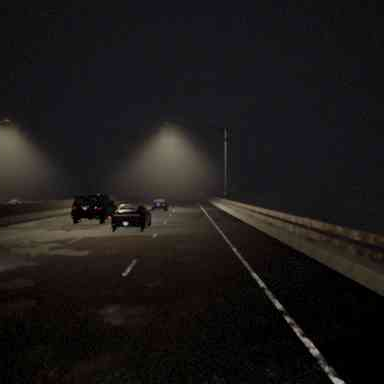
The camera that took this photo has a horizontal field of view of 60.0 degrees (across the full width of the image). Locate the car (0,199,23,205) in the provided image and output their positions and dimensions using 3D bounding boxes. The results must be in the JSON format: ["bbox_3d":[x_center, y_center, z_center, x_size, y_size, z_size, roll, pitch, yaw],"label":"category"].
[{"bbox_3d":[-17.861,1.466,31.901,2.128,1.511,4.902,0,0,0],"label":"car"}]

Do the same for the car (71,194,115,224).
[{"bbox_3d":[-7.119,1.192,24.682,2.150,2.045,5.566,0,0,-1],"label":"car"}]

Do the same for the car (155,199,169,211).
[{"bbox_3d":[-3.755,1.488,39.267,2.033,1.411,5.357,0,0,-1],"label":"car"}]

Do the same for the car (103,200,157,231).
[{"bbox_3d":[-3.578,1.465,20.207,2.128,1.511,4.902,0,0,-1],"label":"car"}]
